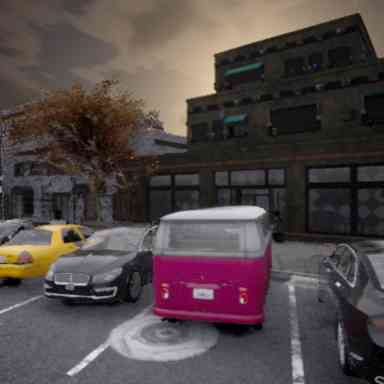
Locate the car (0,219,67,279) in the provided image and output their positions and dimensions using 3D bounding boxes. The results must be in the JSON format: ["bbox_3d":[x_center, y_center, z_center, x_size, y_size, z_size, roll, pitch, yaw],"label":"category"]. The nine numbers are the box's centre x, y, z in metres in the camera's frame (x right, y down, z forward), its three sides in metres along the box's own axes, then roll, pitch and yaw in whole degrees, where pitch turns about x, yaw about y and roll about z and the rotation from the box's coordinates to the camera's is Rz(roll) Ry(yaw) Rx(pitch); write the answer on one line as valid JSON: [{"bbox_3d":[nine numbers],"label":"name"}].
[{"bbox_3d":[-4.013,1.668,10.508,1.946,1.575,5.366,-2,-2,15],"label":"car"}]

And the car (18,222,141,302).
[{"bbox_3d":[-1.668,1.588,8.642,2.231,1.521,4.892,-1,-2,15],"label":"car"}]

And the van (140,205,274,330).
[{"bbox_3d":[0.738,1.303,7.060,1.878,1.987,4.442,-1,-2,15],"label":"van"}]

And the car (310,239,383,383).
[{"bbox_3d":[3.086,1.487,5.241,2.231,1.521,4.892,-1,-1,15],"label":"car"}]
